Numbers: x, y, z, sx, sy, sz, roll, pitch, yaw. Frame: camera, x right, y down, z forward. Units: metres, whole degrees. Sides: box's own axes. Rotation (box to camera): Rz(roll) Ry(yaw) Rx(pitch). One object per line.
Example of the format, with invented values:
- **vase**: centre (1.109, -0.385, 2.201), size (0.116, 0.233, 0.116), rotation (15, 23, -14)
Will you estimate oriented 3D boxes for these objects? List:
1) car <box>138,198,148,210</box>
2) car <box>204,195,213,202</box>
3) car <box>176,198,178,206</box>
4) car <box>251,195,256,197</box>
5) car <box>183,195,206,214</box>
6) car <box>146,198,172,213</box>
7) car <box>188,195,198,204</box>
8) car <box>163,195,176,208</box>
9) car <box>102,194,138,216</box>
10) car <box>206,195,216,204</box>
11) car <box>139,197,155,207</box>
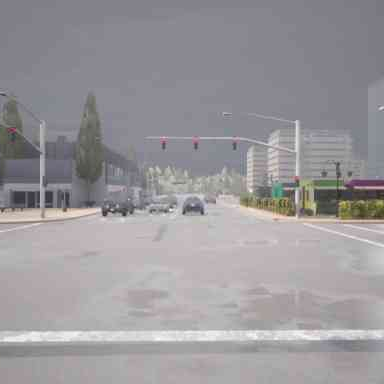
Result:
- **car**: centre (-7.067, 1.491, 42.275), size (2.128, 1.511, 4.902), rotation (0, 0, 0)
- **car**: centre (3.557, 1.397, 73.872), size (1.812, 1.442, 4.674), rotation (0, 0, 0)
- **car**: centre (-3.540, 1.352, 55.904), size (2.097, 1.767, 4.553), rotation (0, 0, 0)
- **car**: centre (17.836, 1.153, 86.753), size (4.605, 1.855, 1.932), rotation (0, 0, -1)
- **car**: centre (0.113, 1.352, 34.932), size (2.097, 1.767, 4.553), rotation (0, 0, 0)
- **car**: centre (-3.572, 1.601, 36.725), size (1.895, 1.301, 4.718), rotation (0, 0, 0)
- **car**: centre (0.155, 1.477, 66.817), size (1.882, 1.535, 5.008), rotation (0, 0, 0)
- **car**: centre (-3.563, 1.505, 46.040), size (1.837, 1.490, 4.892), rotation (0, 0, 0)
- **car**: centre (-7.088, 1.221, 32.387), size (2.150, 2.045, 5.566), rotation (0, 0, 1)
- **car**: centre (3.549, 1.491, 63.596), size (2.128, 1.511, 4.902), rotation (0, 0, 0)
- **car**: centre (-7.050, 1.564, 52.232), size (1.994, 1.385, 4.181), rotation (0, 0, 0)
